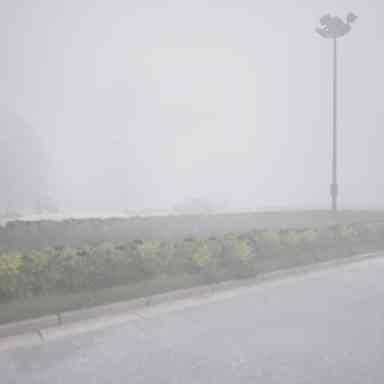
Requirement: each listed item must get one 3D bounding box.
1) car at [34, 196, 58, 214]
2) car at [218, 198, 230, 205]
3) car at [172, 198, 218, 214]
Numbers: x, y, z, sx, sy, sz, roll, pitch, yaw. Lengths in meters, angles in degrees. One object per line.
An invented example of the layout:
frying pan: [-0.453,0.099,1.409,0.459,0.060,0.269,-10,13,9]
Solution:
car: [-15.988,1.385,36.261,1.905,1.878,3.866,1,0,-36]
car: [3.618,1.774,50.452,2.242,1.667,4.611,1,0,-36]
car: [0.037,1.477,31.499,1.932,1.855,4.605,1,0,-36]
